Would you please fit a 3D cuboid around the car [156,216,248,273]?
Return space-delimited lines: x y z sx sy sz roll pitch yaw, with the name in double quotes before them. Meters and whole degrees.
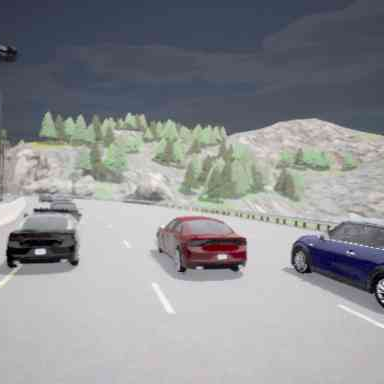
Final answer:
"car" 0.088 1.521 11.010 1.882 1.535 5.008 2 0 -17

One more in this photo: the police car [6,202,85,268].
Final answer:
"police car" -4.724 1.347 11.195 1.930 1.638 5.238 2 0 -17

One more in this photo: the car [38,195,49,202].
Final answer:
"car" -25.570 1.133 58.369 1.994 1.385 4.181 2 0 -35

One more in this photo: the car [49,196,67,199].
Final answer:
"car" -10.206 1.345 26.502 1.837 1.490 4.892 2 0 -22

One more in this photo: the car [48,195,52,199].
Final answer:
"car" -17.493 1.269 44.541 2.033 1.411 5.357 2 0 -28

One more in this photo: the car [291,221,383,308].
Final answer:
"car" 4.466 1.496 8.429 2.097 1.767 4.553 2 0 -15

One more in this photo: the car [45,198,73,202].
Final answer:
"car" -7.978 1.380 20.780 1.837 1.490 4.892 2 0 -20
